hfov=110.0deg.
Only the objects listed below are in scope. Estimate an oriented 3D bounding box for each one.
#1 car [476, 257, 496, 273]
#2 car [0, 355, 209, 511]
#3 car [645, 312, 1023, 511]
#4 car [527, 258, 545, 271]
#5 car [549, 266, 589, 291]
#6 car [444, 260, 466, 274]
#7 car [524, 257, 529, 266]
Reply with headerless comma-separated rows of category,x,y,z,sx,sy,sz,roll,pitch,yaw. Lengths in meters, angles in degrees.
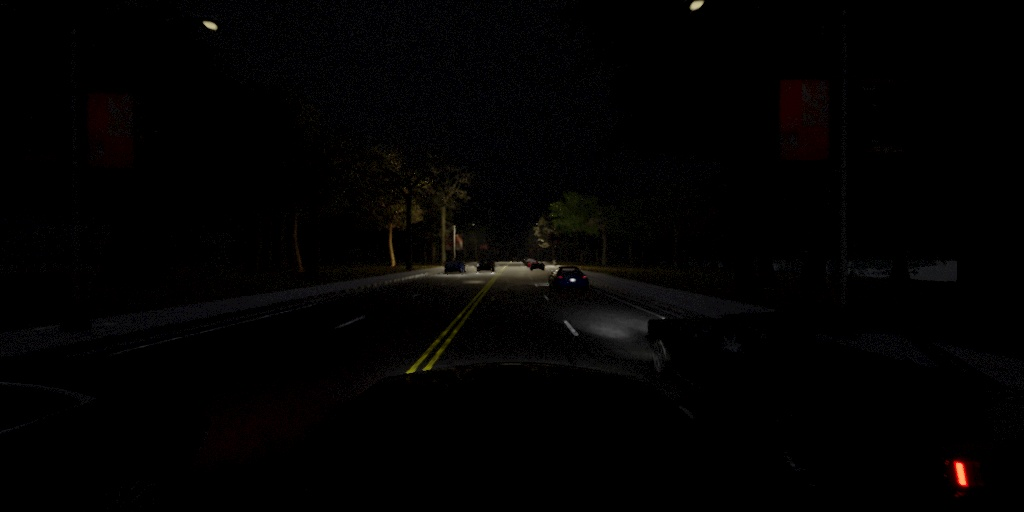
car,-3.180,1.110,44.319,2.097,1.767,4.553,0,0,1
car,-3.348,1.242,0.785,2.128,1.511,4.902,0,0,0
car,3.351,1.350,4.458,1.895,1.301,4.718,0,0,0
car,3.430,1.362,49.000,1.895,1.301,4.718,0,0,0
car,3.378,1.314,21.878,1.994,1.385,4.181,0,0,0
car,-6.464,1.234,40.870,1.882,1.535,5.008,0,0,1
car,3.533,1.335,59.960,1.994,1.385,4.181,0,0,1
